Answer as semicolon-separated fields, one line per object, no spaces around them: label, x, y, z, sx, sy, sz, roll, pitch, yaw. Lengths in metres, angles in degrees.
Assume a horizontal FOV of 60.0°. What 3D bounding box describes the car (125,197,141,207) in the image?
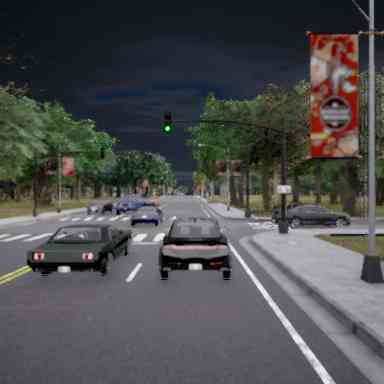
car;-9.788;1.651;55.459;1.837;1.490;4.892;0;0;1

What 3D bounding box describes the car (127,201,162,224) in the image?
car;-3.152;1.621;24.045;1.994;1.385;4.181;0;0;0

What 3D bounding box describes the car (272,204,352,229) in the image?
car;7.519;1.543;20.952;4.892;1.490;1.837;0;-3;-6

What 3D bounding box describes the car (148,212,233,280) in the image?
car;0.098;1.514;10.064;2.128;1.511;4.902;0;0;0

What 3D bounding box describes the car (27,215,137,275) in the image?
car;-3.150;1.625;10.440;1.895;1.301;4.718;0;0;0

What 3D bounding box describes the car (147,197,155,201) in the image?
car;-6.587;1.718;45.434;1.895;1.301;4.718;0;0;0

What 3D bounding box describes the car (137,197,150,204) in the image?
car;-9.752;1.736;66.997;1.994;1.385;4.181;0;0;0

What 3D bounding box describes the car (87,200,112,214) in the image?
car;-9.833;1.582;35.969;2.128;1.511;4.902;0;0;2

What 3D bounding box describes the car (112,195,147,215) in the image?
car;-6.591;1.311;35.626;2.150;2.045;5.566;0;0;0

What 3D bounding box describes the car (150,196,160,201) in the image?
car;-6.538;1.499;55.683;2.097;1.767;4.553;0;0;1

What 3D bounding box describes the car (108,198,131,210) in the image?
car;-9.837;1.609;45.520;2.128;1.511;4.902;0;0;0
